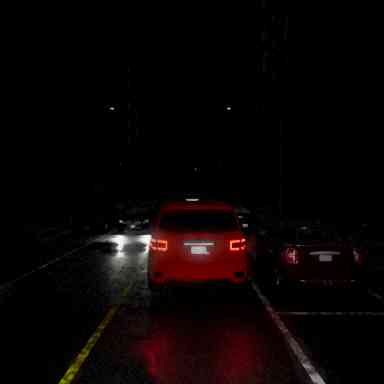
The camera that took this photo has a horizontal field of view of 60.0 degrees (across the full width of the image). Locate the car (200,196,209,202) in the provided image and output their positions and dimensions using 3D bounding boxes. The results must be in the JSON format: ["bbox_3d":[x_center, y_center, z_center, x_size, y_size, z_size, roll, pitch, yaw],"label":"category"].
[{"bbox_3d":[2.948,1.617,78.961,2.008,1.369,4.403,0,0,0],"label":"car"}]

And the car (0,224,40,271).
[{"bbox_3d":[-5.667,1.582,9.053,1.802,1.307,4.206,0,0,0],"label":"car"}]

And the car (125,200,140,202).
[{"bbox_3d":[-5.656,1.444,31.058,1.967,1.590,4.097,0,0,0],"label":"car"}]

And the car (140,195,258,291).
[{"bbox_3d":[0.108,1.222,9.133,2.150,2.045,5.566,0,0,-1],"label":"car"}]

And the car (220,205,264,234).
[{"bbox_3d":[2.864,1.552,20.051,2.008,1.369,4.403,0,0,0],"label":"car"}]

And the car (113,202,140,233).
[{"bbox_3d":[-3.078,1.527,19.672,1.812,1.442,4.674,0,0,0],"label":"car"}]

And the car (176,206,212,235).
[{"bbox_3d":[0.109,1.602,19.903,1.895,1.301,4.718,0,0,0],"label":"car"}]

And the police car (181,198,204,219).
[{"bbox_3d":[0.015,1.428,30.166,1.930,1.638,5.238,0,0,0],"label":"police car"}]

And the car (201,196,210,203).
[{"bbox_3d":[2.936,1.580,73.723,1.752,1.417,4.829,0,0,0],"label":"car"}]

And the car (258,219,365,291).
[{"bbox_3d":[2.858,1.440,9.048,1.967,1.590,4.097,0,0,0],"label":"car"}]

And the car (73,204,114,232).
[{"bbox_3d":[-5.661,1.567,20.056,1.947,1.339,4.313,0,0,0],"label":"car"}]

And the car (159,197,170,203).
[{"bbox_3d":[-5.602,1.626,68.161,1.802,1.307,4.206,0,0,0],"label":"car"}]

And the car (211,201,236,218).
[{"bbox_3d":[2.870,1.570,31.054,1.947,1.339,4.313,0,0,0],"label":"car"}]
